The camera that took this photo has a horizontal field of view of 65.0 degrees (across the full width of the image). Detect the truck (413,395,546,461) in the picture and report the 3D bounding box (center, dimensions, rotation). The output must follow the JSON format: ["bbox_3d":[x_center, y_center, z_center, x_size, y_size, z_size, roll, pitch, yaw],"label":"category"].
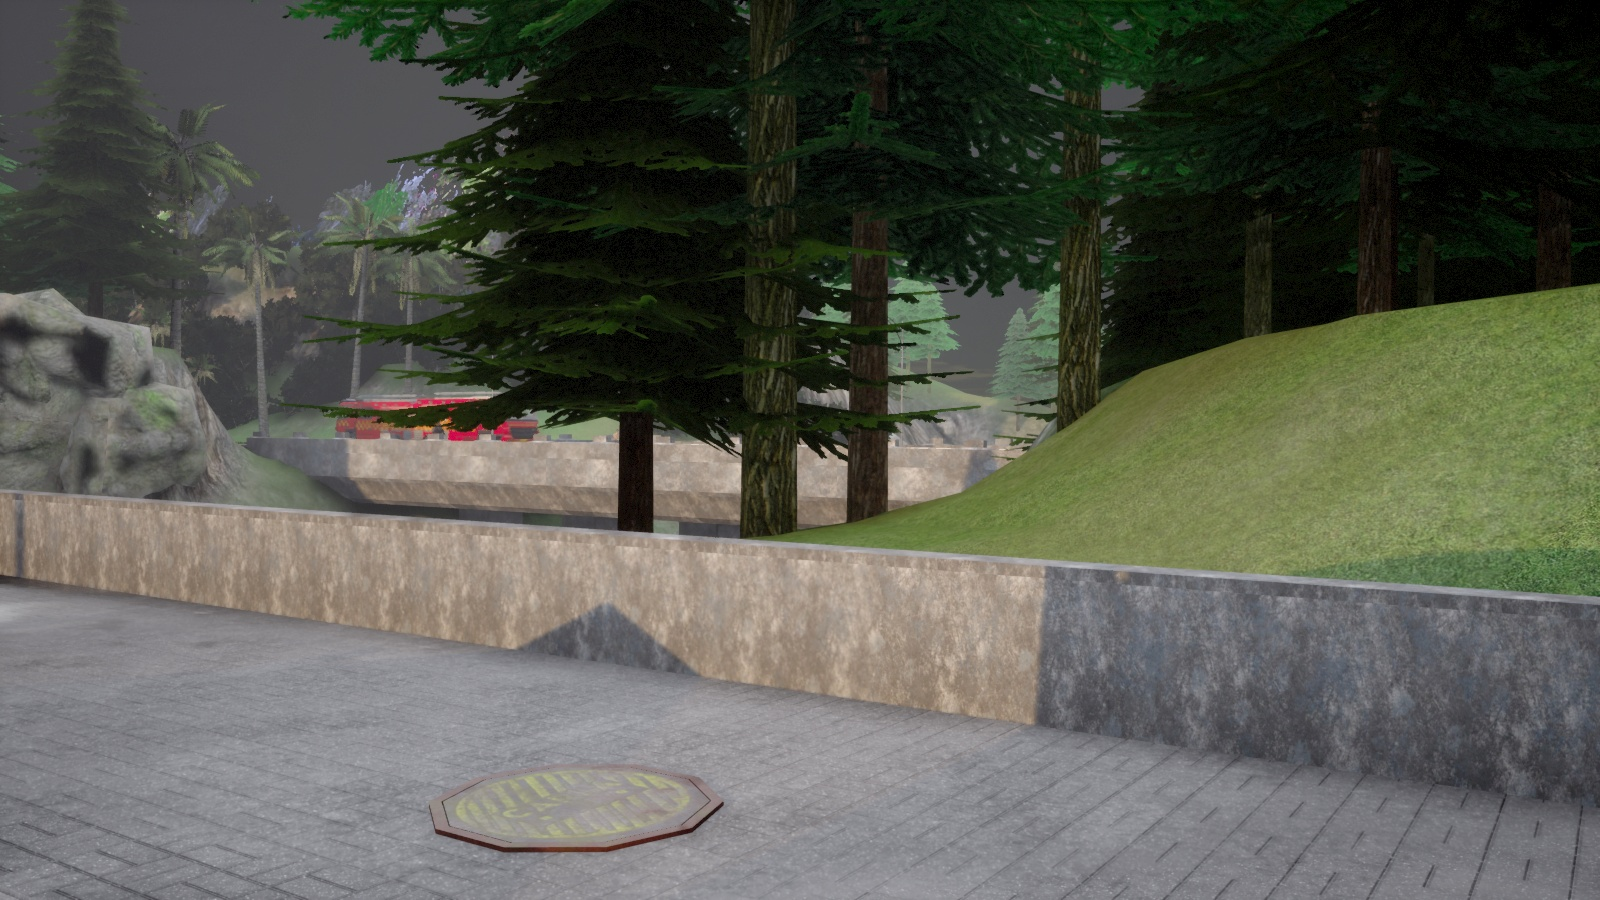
[{"bbox_3d":[-19.615,-1.302,76.650,8.468,3.827,2.891,0,1,34],"label":"truck"}]

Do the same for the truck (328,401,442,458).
[{"bbox_3d":[-29.034,-1.368,87.695,8.468,3.827,2.891,0,1,34],"label":"truck"}]
